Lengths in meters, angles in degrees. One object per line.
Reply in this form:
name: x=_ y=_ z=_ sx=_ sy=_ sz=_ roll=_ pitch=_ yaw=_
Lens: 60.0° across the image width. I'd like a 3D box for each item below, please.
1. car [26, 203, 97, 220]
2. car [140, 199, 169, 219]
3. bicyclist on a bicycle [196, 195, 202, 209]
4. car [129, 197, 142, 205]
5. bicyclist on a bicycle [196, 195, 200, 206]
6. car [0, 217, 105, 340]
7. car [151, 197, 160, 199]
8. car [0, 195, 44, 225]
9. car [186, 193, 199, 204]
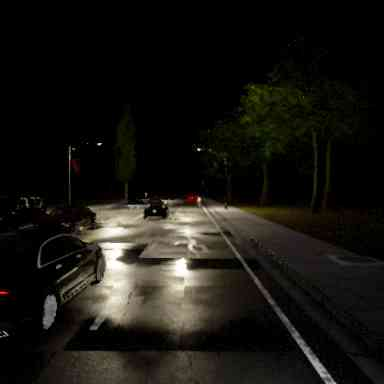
car: x=-6.580 y=1.481 z=17.824 sx=1.882 sy=1.535 sz=5.008 roll=0 pitch=0 yaw=0
car: x=-3.117 y=1.571 z=29.706 sx=1.994 sy=1.385 sz=4.181 roll=0 pitch=0 yaw=0
bicyclist on a bicycle: x=0.962 y=1.450 z=44.268 sx=0.866 sy=1.612 sz=1.509 roll=0 pitch=0 yaw=0
car: x=-9.736 y=1.583 z=58.032 sx=1.994 sy=1.385 sz=4.181 roll=0 pitch=0 yaw=1
bicyclist on a bicycle: x=0.958 y=1.388 z=54.887 sx=0.659 sy=1.776 sz=1.843 roll=0 pitch=0 yaw=0
car: x=-3.143 y=1.505 z=6.619 sx=1.837 sy=1.490 sz=4.892 roll=0 pitch=0 yaw=0
car: x=-6.485 y=1.545 z=58.374 sx=1.812 sy=1.442 sz=4.674 roll=0 pitch=0 yaw=1
car: x=-9.830 y=1.223 z=17.914 sx=2.150 sy=2.045 sz=5.566 roll=0 pitch=0 yaw=0
car: x=0.077 y=1.244 z=62.340 sx=2.150 sy=2.045 sz=5.566 roll=0 pitch=0 yaw=0
